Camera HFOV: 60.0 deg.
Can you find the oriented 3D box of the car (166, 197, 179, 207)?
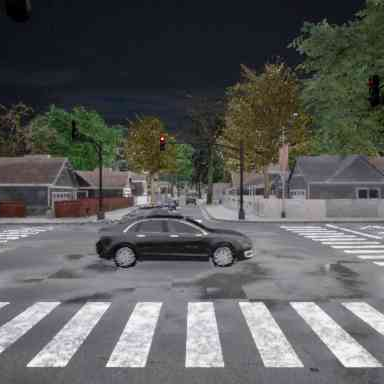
[{"bbox_3d":[-3.016,1.568,53.053,1.812,1.442,4.674,0,0,0],"label":"car"}]

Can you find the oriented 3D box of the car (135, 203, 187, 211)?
[{"bbox_3d":[-2.260,1.569,19.697,1.994,1.385,4.181,0,0,33],"label":"car"}]

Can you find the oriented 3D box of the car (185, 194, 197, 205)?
[{"bbox_3d":[-0.176,1.557,60.693,1.837,1.490,4.892,0,0,0],"label":"car"}]

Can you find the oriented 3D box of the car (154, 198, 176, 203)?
[{"bbox_3d":[-3.021,1.567,32.915,2.033,1.411,5.357,0,0,0],"label":"car"}]

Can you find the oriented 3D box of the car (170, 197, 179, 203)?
[{"bbox_3d":[-2.999,1.594,42.803,1.994,1.385,4.181,0,0,0],"label":"car"}]

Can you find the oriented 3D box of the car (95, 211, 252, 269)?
[{"bbox_3d":[-0.564,1.500,10.601,4.892,1.490,1.837,0,0,0],"label":"car"}]
